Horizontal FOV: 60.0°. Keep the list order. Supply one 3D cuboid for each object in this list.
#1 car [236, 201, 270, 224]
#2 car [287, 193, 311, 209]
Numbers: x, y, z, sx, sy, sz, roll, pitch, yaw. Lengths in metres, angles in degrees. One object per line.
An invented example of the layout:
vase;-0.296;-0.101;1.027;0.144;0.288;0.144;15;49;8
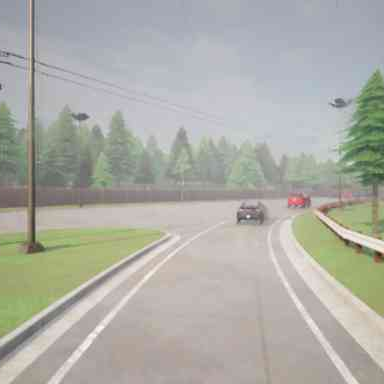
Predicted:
car;4.479;1.426;24.183;2.128;1.511;4.902;0;0;18
car;14.410;1.116;44.592;2.150;2.045;5.566;0;0;30
